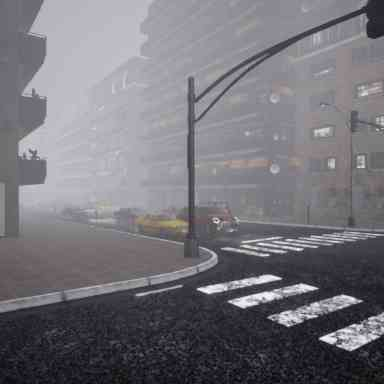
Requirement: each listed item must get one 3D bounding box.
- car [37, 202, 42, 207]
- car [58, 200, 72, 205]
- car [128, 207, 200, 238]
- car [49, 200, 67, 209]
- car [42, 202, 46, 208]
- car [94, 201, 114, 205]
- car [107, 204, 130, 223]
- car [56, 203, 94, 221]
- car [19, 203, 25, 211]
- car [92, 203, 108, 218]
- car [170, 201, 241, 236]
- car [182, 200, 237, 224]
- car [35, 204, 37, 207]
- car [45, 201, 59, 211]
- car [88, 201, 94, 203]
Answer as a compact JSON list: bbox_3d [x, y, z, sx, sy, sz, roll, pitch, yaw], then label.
[{"bbox_3d":[-35.236,3.049,79.980,1.887,1.381,4.507,-1,0,-36],"label":"car"},{"bbox_3d":[-19.605,2.530,54.197,2.033,1.411,5.357,0,-1,-36],"label":"car"},{"bbox_3d":[-1.837,1.833,19.942,1.752,1.417,4.829,-1,0,-36],"label":"car"},{"bbox_3d":[-28.574,2.623,70.824,2.192,1.841,5.009,-1,0,-36],"label":"car"},{"bbox_3d":[-31.901,2.972,75.401,1.947,1.339,4.313,-1,0,-36],"label":"car"},{"bbox_3d":[-12.441,2.290,49.539,1.801,1.575,5.366,0,-1,-36],"label":"car"},{"bbox_3d":[-5.141,2.017,28.901,2.033,1.411,5.357,0,-1,-36],"label":"car"},{"bbox_3d":[-11.940,2.163,33.814,1.887,1.381,4.507,-1,0,-36],"label":"car"},{"bbox_3d":[-31.946,2.769,61.283,1.887,1.381,4.507,-1,0,-36],"label":"car"},{"bbox_3d":[-11.649,2.269,37.851,1.895,1.301,4.718,0,-1,-36],"label":"car"},{"bbox_3d":[0.891,1.635,20.630,2.097,1.767,4.553,0,-1,-36],"label":"car"},{"bbox_3d":[1.433,1.713,29.622,2.192,1.841,5.009,-1,0,-36],"label":"car"},{"bbox_3d":[-38.565,3.168,84.561,1.947,1.339,4.313,-1,0,-36],"label":"car"},{"bbox_3d":[-25.285,2.755,61.994,1.895,1.301,4.718,0,-1,-36],"label":"car"},{"bbox_3d":[-16.464,2.307,55.000,2.097,1.767,4.553,0,-1,-36],"label":"car"}]
